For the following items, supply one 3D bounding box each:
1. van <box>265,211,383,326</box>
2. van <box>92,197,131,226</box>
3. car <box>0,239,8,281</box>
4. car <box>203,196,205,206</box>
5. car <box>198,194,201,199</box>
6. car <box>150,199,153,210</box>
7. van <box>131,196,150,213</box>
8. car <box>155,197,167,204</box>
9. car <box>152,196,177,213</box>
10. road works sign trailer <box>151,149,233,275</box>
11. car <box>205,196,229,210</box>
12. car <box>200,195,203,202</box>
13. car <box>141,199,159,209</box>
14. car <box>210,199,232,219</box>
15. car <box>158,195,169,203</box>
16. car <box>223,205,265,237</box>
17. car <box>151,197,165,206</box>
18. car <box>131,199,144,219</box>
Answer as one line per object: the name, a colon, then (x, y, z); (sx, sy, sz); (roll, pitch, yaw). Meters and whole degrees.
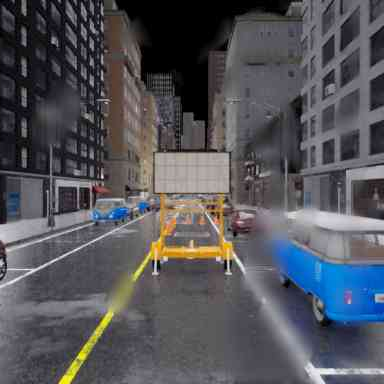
van: (2.855, 1.340, 6.794); (1.690, 1.788, 3.998); (0, 0, 0)
van: (-5.674, 1.340, 23.298); (1.690, 1.788, 3.998); (0, 0, 0)
car: (-5.670, 1.440, 6.793); (1.967, 1.590, 4.097); (0, 0, 0)
car: (2.848, 1.442, 45.304); (1.967, 1.590, 4.097); (0, 0, 0)
car: (2.843, 1.576, 67.309); (1.947, 1.339, 4.313); (0, 0, 0)
car: (-5.677, 1.566, 39.801); (1.947, 1.339, 4.313); (0, 0, 0)
van: (-5.676, 1.340, 34.299); (1.690, 1.788, 3.998); (0, 0, 0)
car: (-5.682, 1.589, 61.806); (1.802, 1.307, 4.206); (0, 0, 0)
car: (-3.006, 1.525, 37.211); (1.812, 1.442, 4.674); (0, 0, 0)
road works sign trailer: (-0.001, 0.464, 10.472); (2.380, 3.560, 2.880); (0, 0, 0)
car: (2.849, 1.314, 34.301); (2.192, 1.841, 5.009); (0, 0, 0)
car: (2.845, 1.556, 56.307); (2.008, 1.369, 4.403); (0, 0, 0)
car: (-5.677, 1.584, 45.302); (1.802, 1.307, 4.206); (0, 0, 0)
car: (2.851, 1.581, 28.799); (1.802, 1.307, 4.206); (0, 0, 0)
car: (-5.683, 1.450, 67.308); (1.967, 1.590, 4.097); (0, 0, 0)
car: (2.853, 1.581, 17.797); (1.802, 1.307, 4.206); (0, 0, 0)
car: (-5.680, 1.571, 56.305); (1.947, 1.339, 4.313); (0, 0, 0)
car: (-5.674, 1.550, 28.798); (2.008, 1.369, 4.403); (0, 0, 0)
